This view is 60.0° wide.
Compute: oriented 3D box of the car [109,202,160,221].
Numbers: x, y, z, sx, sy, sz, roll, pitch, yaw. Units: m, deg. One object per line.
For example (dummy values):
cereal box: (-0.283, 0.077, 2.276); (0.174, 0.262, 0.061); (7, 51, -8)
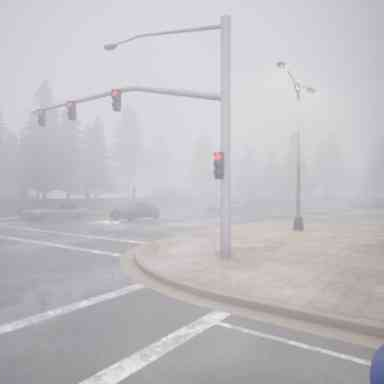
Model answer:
car: (-4.461, 1.499, 26.415); (1.994, 1.385, 4.181); (0, 0, 39)

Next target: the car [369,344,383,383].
car: (3.559, 1.479, 1.429); (5.008, 1.535, 1.882); (0, 0, 36)

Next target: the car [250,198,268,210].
car: (6.999, 1.483, 41.409); (5.357, 1.411, 2.033); (0, 0, -29)

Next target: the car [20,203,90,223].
car: (-10.151, 1.534, 24.861); (1.895, 1.301, 4.718); (0, 0, 38)

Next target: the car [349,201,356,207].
car: (24.689, 1.505, 46.916); (4.892, 1.490, 1.837); (0, 0, -5)

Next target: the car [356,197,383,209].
car: (24.225, 1.507, 43.320); (4.181, 1.385, 1.994); (0, 0, -6)

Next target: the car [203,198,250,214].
car: (3.476, 1.536, 34.856); (4.718, 1.301, 1.895); (0, 0, -38)
